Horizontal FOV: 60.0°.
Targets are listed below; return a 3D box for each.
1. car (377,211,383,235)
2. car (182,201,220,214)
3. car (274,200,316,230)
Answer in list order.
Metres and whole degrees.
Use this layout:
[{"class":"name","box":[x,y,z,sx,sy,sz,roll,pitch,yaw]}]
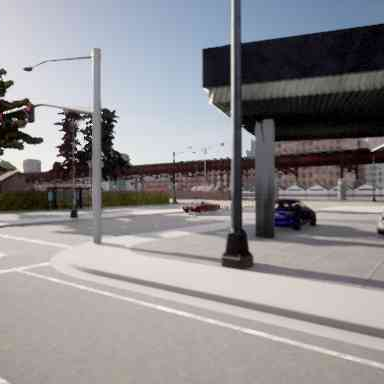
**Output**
[{"class":"car","box":[11.012,1.459,17.437,1.970,1.475,3.806,0,0,37]},{"class":"car","box":[1.098,1.649,35.751,1.895,1.301,4.718,0,0,36]},{"class":"car","box":[5.936,1.312,20.235,2.242,1.667,4.611,0,0,37]}]
